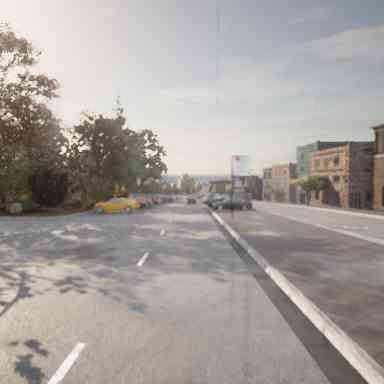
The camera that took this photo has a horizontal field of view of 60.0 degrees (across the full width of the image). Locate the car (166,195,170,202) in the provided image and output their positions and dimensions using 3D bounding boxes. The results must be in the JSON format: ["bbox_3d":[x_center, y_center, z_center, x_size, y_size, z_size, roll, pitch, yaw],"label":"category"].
[{"bbox_3d":[-8.356,1.454,73.043,5.566,2.045,2.435,0,0,0],"label":"car"}]

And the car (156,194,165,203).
[{"bbox_3d":[-8.174,1.604,61.902,5.366,1.575,1.946,0,0,0],"label":"car"}]

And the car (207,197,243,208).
[{"bbox_3d":[4.733,1.495,48.012,4.892,1.521,2.231,0,0,0],"label":"car"}]

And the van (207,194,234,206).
[{"bbox_3d":[4.846,1.334,56.424,4.442,1.987,1.878,0,0,0],"label":"van"}]

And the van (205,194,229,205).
[{"bbox_3d":[4.603,1.382,62.030,4.442,1.987,1.878,0,0,0],"label":"van"}]

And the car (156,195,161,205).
[{"bbox_3d":[-8.352,1.622,59.116,4.674,1.452,2.002,0,0,0],"label":"car"}]

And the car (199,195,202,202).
[{"bbox_3d":[4.679,1.405,67.638,5.566,2.045,2.435,0,0,0],"label":"car"}]

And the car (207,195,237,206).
[{"bbox_3d":[4.765,1.410,53.619,4.553,1.767,2.185,0,0,0],"label":"car"}]

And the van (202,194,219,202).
[{"bbox_3d":[4.782,1.638,87.257,4.442,1.987,1.878,0,-1,0],"label":"van"}]

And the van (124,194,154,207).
[{"bbox_3d":[-8.462,1.308,53.547,4.442,1.987,1.878,0,0,0],"label":"van"}]

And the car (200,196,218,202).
[{"bbox_3d":[4.688,1.927,90.057,4.792,1.488,2.163,0,-1,0],"label":"car"}]

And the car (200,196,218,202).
[{"bbox_3d":[4.682,1.960,92.860,4.792,1.488,2.163,0,-1,0],"label":"car"}]

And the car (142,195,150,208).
[{"bbox_3d":[-8.343,1.464,42.409,5.008,1.535,2.097,0,0,0],"label":"car"}]

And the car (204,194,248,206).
[{"bbox_3d":[4.714,1.215,42.409,5.566,2.045,2.435,0,0,0],"label":"car"}]

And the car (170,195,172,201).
[{"bbox_3d":[-8.373,1.543,81.398,5.566,2.045,2.435,0,-1,0],"label":"car"}]

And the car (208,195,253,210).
[{"bbox_3d":[4.749,1.458,39.607,4.892,1.521,2.231,0,0,0],"label":"car"}]

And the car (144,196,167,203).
[{"bbox_3d":[-8.385,1.734,75.827,5.008,1.535,2.097,0,-1,0],"label":"car"}]

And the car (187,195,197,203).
[{"bbox_3d":[-0.055,1.582,75.979,2.097,1.767,4.553,0,-1,0],"label":"car"}]

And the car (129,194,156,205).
[{"bbox_3d":[-8.312,1.388,50.765,4.553,1.767,2.185,0,0,0],"label":"car"}]

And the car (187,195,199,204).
[{"bbox_3d":[-0.033,1.666,65.950,1.837,1.490,4.892,0,-1,0],"label":"car"}]

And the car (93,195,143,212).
[{"bbox_3d":[-8.331,1.450,36.841,5.008,1.535,2.097,0,0,0],"label":"car"}]

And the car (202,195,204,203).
[{"bbox_3d":[4.709,1.263,50.819,5.566,2.045,2.435,0,0,0],"label":"car"}]

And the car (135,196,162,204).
[{"bbox_3d":[-8.360,1.631,64.688,5.008,1.535,2.097,0,-1,0],"label":"car"}]
